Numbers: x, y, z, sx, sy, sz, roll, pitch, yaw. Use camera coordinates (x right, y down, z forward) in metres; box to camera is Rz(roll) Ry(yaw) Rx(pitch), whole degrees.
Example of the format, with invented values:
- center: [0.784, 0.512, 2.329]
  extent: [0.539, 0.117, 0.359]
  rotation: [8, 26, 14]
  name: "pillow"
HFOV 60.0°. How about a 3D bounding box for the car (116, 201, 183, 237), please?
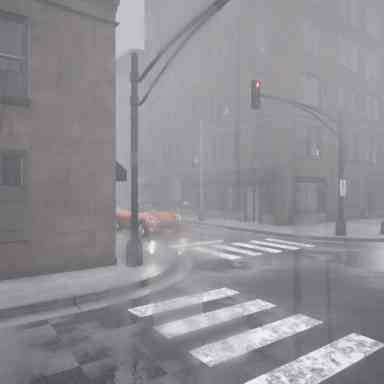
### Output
- center: [-2.372, 1.263, 17.511]
  extent: [2.097, 1.767, 4.553]
  rotation: [0, 0, -35]
  name: "car"
